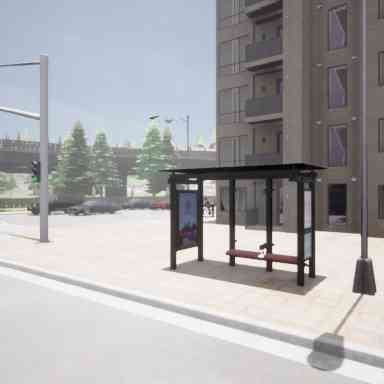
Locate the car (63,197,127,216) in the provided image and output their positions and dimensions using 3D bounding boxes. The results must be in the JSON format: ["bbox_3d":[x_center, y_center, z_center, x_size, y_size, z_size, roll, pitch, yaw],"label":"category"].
[{"bbox_3d":[-9.318,1.491,32.392,2.033,1.411,5.357,0,0,37],"label":"car"}]

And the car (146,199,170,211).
[{"bbox_3d":[-2.868,1.544,40.327,1.895,1.301,4.718,0,0,43],"label":"car"}]

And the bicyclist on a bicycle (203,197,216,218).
[{"bbox_3d":[1.295,1.245,26.646,1.656,1.620,0.582,0,0,36],"label":"bicyclist on a bicycle"}]

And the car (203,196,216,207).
[{"bbox_3d":[3.786,1.295,49.865,4.553,1.767,2.097,0,0,-27],"label":"car"}]

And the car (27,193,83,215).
[{"bbox_3d":[-13.250,1.165,32.941,2.150,2.045,5.566,0,0,37],"label":"car"}]

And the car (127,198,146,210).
[{"bbox_3d":[-6.683,1.490,41.312,2.033,1.411,5.357,0,0,40],"label":"car"}]
